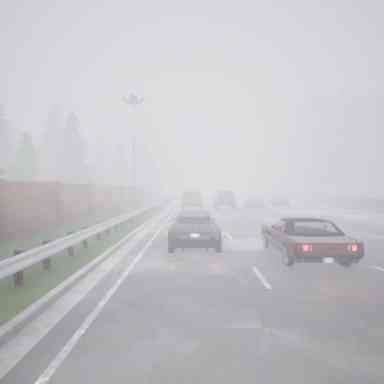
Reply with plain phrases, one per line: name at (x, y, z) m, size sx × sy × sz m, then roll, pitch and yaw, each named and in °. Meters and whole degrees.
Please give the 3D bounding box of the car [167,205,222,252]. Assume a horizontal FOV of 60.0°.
car at (0.099, 1.424, 13.285) m, size 1.994 × 1.385 × 4.181 m, roll 0°, pitch 0°, yaw 0°

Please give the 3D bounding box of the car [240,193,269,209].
car at (7.004, 1.170, 37.781) m, size 1.994 × 1.385 × 4.181 m, roll 0°, pitch 1°, yaw 0°

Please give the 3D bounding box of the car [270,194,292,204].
car at (13.865, 1.002, 52.248) m, size 2.033 × 1.411 × 5.357 m, roll 0°, pitch 1°, yaw 0°

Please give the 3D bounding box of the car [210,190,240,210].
car at (3.501, 0.844, 36.388) m, size 2.150 × 2.045 × 5.566 m, roll 0°, pitch 1°, yaw 0°

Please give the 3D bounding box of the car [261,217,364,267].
car at (3.598, 1.485, 10.970) m, size 1.895 × 1.301 × 4.718 m, roll 0°, pitch 1°, yaw 0°

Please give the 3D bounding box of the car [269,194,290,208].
car at (10.479, 1.102, 40.512) m, size 1.812 × 1.442 × 4.674 m, roll 0°, pitch 1°, yaw 0°

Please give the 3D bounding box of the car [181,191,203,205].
car at (0.006, 0.848, 36.016) m, size 2.150 × 2.045 × 5.566 m, roll 0°, pitch 1°, yaw 0°
